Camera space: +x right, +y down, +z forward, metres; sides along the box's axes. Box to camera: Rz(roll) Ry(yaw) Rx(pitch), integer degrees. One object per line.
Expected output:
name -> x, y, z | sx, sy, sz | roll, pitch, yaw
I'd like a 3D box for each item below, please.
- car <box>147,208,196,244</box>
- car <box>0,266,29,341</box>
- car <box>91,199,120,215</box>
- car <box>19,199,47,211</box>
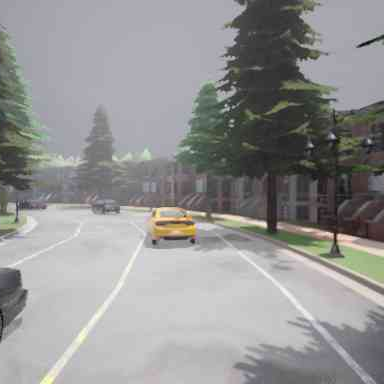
car -> -1.107, 1.484, 16.005 | 1.882, 1.535, 5.008 | 0, 0, -11
car -> -3.616, 1.549, 3.178 | 2.033, 1.411, 5.357 | 0, 0, 0
car -> -9.104, 1.505, 34.768 | 2.128, 1.511, 4.902 | 0, 0, -34
car -> -19.733, 1.581, 41.236 | 4.181, 1.385, 1.994 | 0, 0, 41
